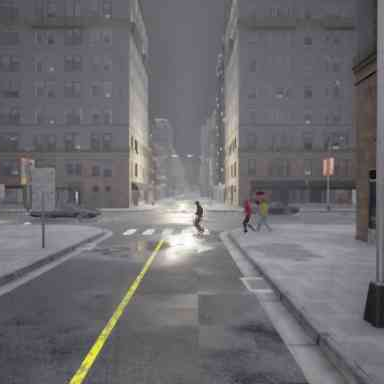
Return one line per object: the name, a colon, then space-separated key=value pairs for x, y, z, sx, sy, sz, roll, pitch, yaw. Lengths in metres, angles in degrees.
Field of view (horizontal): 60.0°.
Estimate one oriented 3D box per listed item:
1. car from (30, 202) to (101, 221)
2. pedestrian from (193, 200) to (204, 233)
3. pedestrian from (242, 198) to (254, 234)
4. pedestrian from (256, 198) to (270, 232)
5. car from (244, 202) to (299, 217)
car: x=-10.256 y=1.558 z=27.132 sx=5.357 sy=1.411 sz=2.033 roll=0 pitch=0 yaw=0
pedestrian: x=0.355 y=1.291 z=17.792 sx=0.375 sy=1.860 sz=0.375 roll=0 pitch=0 yaw=0
pedestrian: x=2.739 y=1.139 z=16.592 sx=0.375 sy=1.860 sz=0.375 roll=0 pitch=0 yaw=0
pedestrian: x=3.687 y=1.139 z=17.191 sx=0.375 sy=1.860 sz=0.375 roll=0 pitch=0 yaw=0
car: x=7.237 y=1.584 z=30.579 sx=4.718 sy=1.301 sz=1.895 roll=0 pitch=0 yaw=0
